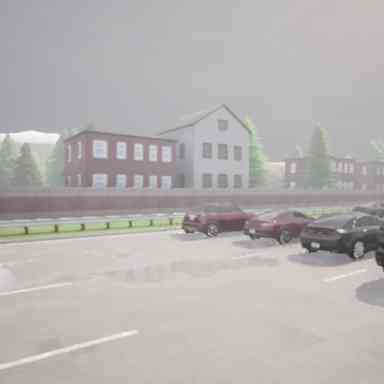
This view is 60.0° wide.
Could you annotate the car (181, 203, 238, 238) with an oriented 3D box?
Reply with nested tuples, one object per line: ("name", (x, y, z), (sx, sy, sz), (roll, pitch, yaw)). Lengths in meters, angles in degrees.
("car", (1.742, 1.354, 17.924), (4.553, 1.767, 2.097), (0, 0, -35))

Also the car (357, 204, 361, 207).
("car", (15.014, 1.533, 27.379), (4.674, 1.442, 1.812), (0, 0, -35))

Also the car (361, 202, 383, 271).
("car", (7.110, 1.226, 8.860), (5.566, 2.045, 2.150), (0, 0, -35))

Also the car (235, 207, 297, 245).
("car", (4.466, 1.529, 15.560), (4.674, 1.442, 1.812), (0, 0, -35))

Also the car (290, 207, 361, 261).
("car", (6.072, 1.509, 12.409), (4.892, 1.490, 1.837), (0, 0, -35))
